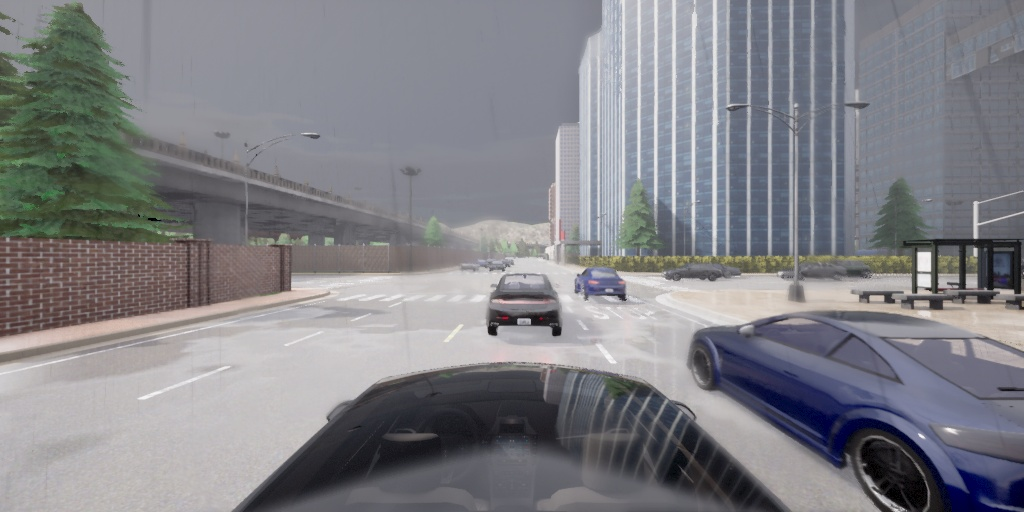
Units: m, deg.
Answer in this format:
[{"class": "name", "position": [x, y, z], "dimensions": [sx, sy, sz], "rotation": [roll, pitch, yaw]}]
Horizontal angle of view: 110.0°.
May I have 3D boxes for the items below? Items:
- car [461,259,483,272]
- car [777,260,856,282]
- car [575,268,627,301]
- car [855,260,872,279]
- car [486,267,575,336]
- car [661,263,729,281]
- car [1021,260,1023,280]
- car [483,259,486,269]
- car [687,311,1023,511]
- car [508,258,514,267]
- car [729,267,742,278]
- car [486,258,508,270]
[{"class": "car", "position": [-5.361, 1.351, 46.316], "dimensions": [1.895, 1.301, 4.718], "rotation": [0, 0, 2]}, {"class": "car", "position": [24.577, 1.297, 29.486], "dimensions": [4.902, 1.511, 2.128], "rotation": [0, 0, 2]}, {"class": "car", "position": [4.165, 1.275, 17.278], "dimensions": [1.812, 1.442, 4.674], "rotation": [0, 0, 2]}, {"class": "car", "position": [29.773, 1.157, 32.764], "dimensions": [4.553, 1.767, 2.097], "rotation": [0, 0, 2]}, {"class": "car", "position": [0.372, 1.242, 10.369], "dimensions": [2.128, 1.511, 4.902], "rotation": [0, 0, 2]}, {"class": "car", "position": [14.954, 1.331, 29.875], "dimensions": [4.674, 1.442, 1.812], "rotation": [0, 0, 3]}, {"class": "car", "position": [43.778, 1.313, 28.602], "dimensions": [4.892, 1.490, 1.837], "rotation": [1, 0, 3]}, {"class": "car", "position": [-4.893, 1.276, 57.683], "dimensions": [1.812, 1.442, 4.674], "rotation": [0, 0, 2]}, {"class": "car", "position": [3.796, 1.313, 4.094], "dimensions": [1.994, 1.385, 4.181], "rotation": [0, 0, 1]}, {"class": "car", "position": [-1.253, 1.297, 60.970], "dimensions": [2.033, 1.411, 5.357], "rotation": [0, 0, 3]}, {"class": "car", "position": [18.170, 1.353, 33.257], "dimensions": [5.357, 1.411, 2.033], "rotation": [0, 0, 2]}, {"class": "car", "position": [-1.848, 1.276, 46.525], "dimensions": [1.812, 1.442, 4.674], "rotation": [0, 0, 2]}]
